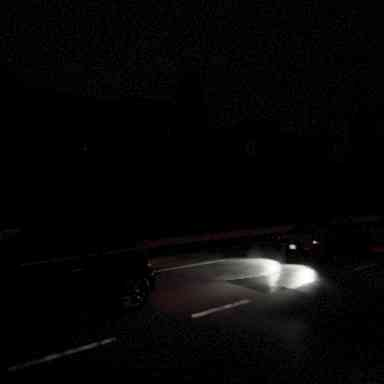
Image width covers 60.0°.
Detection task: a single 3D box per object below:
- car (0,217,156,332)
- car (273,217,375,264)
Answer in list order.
[{"bbox_3d":[-3.005,1.412,6.132,4.553,1.767,2.097,0,0,-38],"label":"car"},{"bbox_3d":[4.894,1.617,12.174,4.181,1.385,1.994,0,0,-37],"label":"car"}]
